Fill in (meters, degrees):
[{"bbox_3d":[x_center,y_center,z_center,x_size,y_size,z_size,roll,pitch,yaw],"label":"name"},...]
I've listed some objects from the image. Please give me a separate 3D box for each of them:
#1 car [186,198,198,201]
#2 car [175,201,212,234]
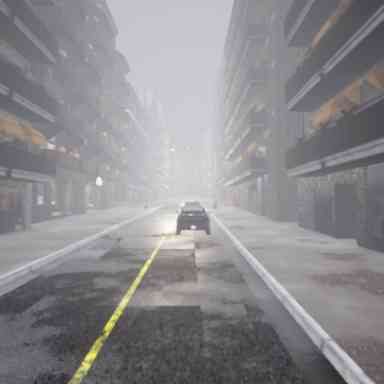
[{"bbox_3d":[0.048,1.530,40.681,2.128,1.511,4.902,0,0,0],"label":"car"},{"bbox_3d":[0.071,1.524,19.312,1.837,1.490,4.892,0,1,0],"label":"car"}]
